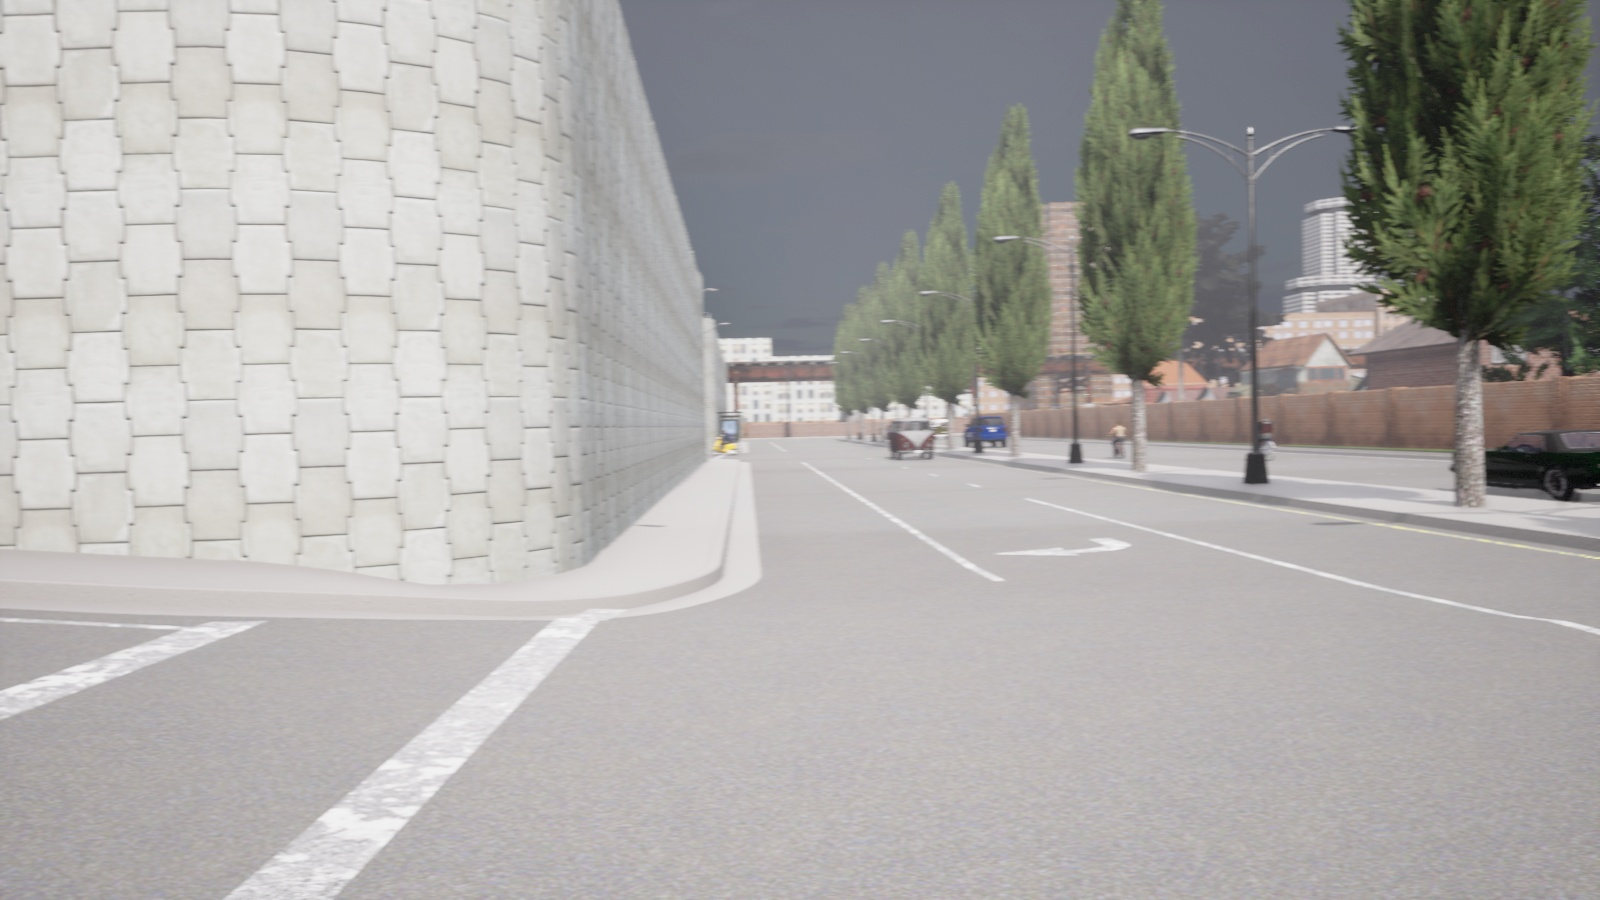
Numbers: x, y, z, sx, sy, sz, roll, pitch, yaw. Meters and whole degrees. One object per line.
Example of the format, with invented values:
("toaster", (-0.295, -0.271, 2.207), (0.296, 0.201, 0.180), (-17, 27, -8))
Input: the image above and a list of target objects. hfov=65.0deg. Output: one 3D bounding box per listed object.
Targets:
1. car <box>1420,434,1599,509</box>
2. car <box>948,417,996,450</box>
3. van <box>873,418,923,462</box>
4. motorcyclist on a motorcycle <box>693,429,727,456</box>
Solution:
("car", (14.530, 0.354, 24.926), (1.895, 1.301, 4.718), (-1, 1, -3))
("car", (11.410, -1.122, 83.804), (2.150, 2.045, 5.566), (-1, 1, -3))
("van", (4.657, -0.509, 60.039), (1.775, 1.987, 4.442), (-1, 1, -3))
("motorcyclist on a motorcycle", (-5.441, -0.469, 75.738), (1.817, 1.590, 0.866), (-1, -1, -29))
